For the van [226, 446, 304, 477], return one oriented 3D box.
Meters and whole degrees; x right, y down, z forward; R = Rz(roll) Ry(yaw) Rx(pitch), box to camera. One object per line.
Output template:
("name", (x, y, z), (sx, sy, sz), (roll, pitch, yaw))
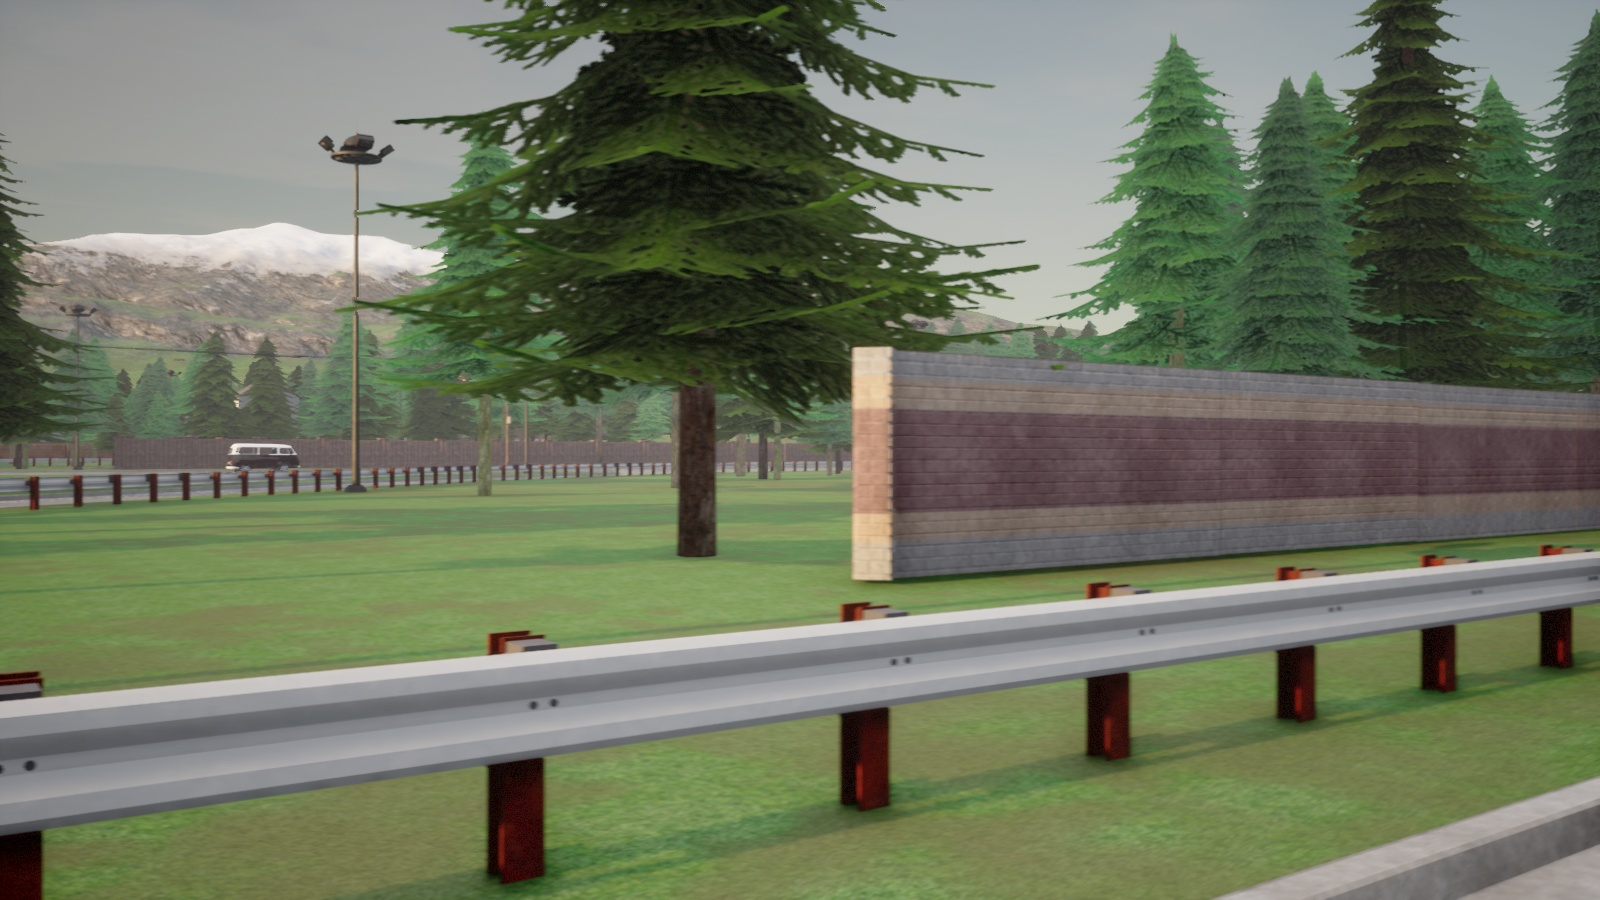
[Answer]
("van", (-36.023, 0.752, 84.537), (4.480, 2.038, 2.069), (0, 0, -35))
